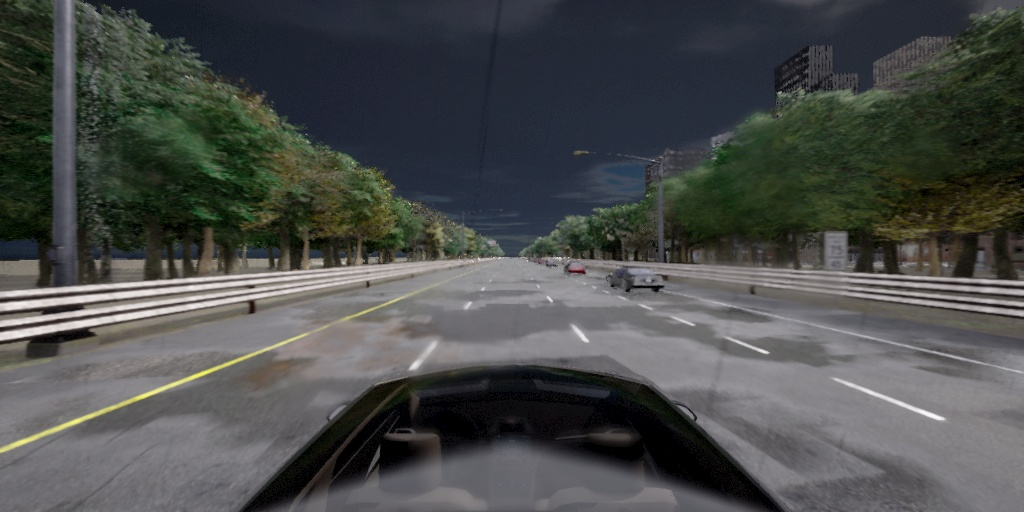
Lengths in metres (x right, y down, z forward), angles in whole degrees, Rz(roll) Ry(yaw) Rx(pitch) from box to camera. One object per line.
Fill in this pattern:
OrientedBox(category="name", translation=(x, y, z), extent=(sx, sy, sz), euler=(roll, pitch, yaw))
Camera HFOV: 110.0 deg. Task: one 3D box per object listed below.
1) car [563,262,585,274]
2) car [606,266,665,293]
OrientedBox(category="car", translation=(7.006, 1.331, 40.680), extent=(1.994, 1.385, 4.181), euler=(0, 0, 0))
OrientedBox(category="car", translation=(7.003, 1.303, 20.879), extent=(2.033, 1.411, 5.357), euler=(0, 0, 0))
